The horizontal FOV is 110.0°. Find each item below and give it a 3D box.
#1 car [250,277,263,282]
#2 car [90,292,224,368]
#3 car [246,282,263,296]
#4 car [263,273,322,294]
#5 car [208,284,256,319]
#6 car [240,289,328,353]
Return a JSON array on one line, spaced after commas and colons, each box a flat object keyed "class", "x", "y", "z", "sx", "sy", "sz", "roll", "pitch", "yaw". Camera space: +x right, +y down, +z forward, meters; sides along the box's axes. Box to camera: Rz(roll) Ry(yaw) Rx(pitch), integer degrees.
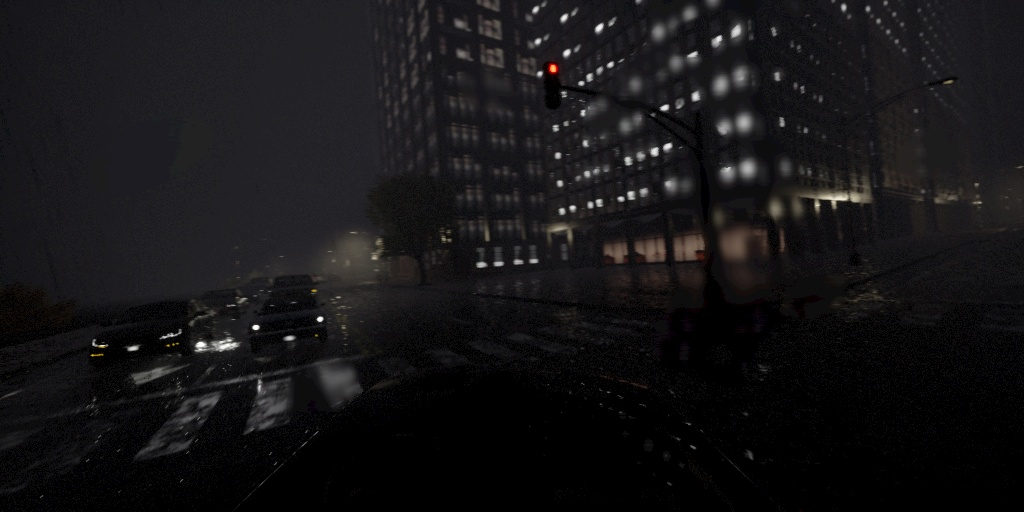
[{"class": "car", "x": -26.127, "y": 3.232, "z": 37.420, "sx": 2.150, "sy": 2.045, "sz": 5.566, "roll": -4, "pitch": -1, "yaw": -30}, {"class": "car", "x": -10.404, "y": 2.098, "z": 10.749, "sx": 1.837, "sy": 1.490, "sz": 4.892, "roll": -4, "pitch": -1, "yaw": -31}, {"class": "car", "x": -20.184, "y": 3.001, "z": 27.309, "sx": 1.812, "sy": 1.442, "sz": 4.674, "roll": -4, "pitch": -1, "yaw": -31}, {"class": "car", "x": -11.960, "y": 2.020, "z": 19.720, "sx": 2.150, "sy": 2.045, "sz": 5.566, "roll": -4, "pitch": -1, "yaw": -31}, {"class": "car", "x": -15.127, "y": 2.510, "z": 18.734, "sx": 2.128, "sy": 1.511, "sz": 4.902, "roll": -4, "pitch": -1, "yaw": -31}, {"class": "car", "x": -6.967, "y": 1.951, "z": 11.323, "sx": 1.895, "sy": 1.301, "sz": 4.718, "roll": -4, "pitch": -1, "yaw": -31}]
